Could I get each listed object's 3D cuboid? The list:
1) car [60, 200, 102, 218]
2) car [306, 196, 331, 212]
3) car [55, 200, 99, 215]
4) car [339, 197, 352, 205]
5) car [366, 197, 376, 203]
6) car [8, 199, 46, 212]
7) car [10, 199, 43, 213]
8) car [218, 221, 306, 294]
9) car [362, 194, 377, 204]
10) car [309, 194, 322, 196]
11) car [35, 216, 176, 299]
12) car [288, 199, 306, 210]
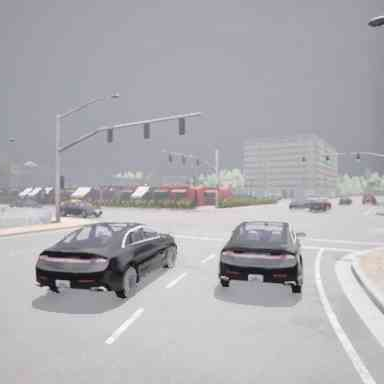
[{"bbox_3d":[-10.703,1.653,31.783,4.902,1.511,2.128,0,0,32],"label":"car"},{"bbox_3d":[15.925,1.632,41.195,1.882,1.535,5.008,0,0,32],"label":"car"},{"bbox_3d":[-12.930,1.657,37.258,5.008,1.535,1.882,0,0,32],"label":"car"},{"bbox_3d":[29.312,1.718,63.364,1.882,1.535,5.008,0,0,31],"label":"car"},{"bbox_3d":[41.780,1.821,77.399,1.812,1.442,4.674,0,0,31],"label":"car"},{"bbox_3d":[-20.973,1.684,42.202,4.902,1.511,2.128,0,0,32],"label":"car"},{"bbox_3d":[-18.298,1.738,36.444,4.181,1.385,1.994,0,0,31],"label":"car"},{"bbox_3d":[1.992,1.526,9.026,2.128,1.511,4.902,0,0,17],"label":"car"},{"bbox_3d":[36.305,1.487,68.339,2.150,2.045,5.566,0,0,31],"label":"car"},{"bbox_3d":[20.824,1.433,56.404,2.150,2.045,5.566,0,0,31],"label":"car"},{"bbox_3d":[-1.835,1.522,8.632,2.128,1.511,4.902,0,0,14],"label":"car"},{"bbox_3d":[15.247,1.723,47.212,2.033,1.411,5.357,0,0,31],"label":"car"}]
